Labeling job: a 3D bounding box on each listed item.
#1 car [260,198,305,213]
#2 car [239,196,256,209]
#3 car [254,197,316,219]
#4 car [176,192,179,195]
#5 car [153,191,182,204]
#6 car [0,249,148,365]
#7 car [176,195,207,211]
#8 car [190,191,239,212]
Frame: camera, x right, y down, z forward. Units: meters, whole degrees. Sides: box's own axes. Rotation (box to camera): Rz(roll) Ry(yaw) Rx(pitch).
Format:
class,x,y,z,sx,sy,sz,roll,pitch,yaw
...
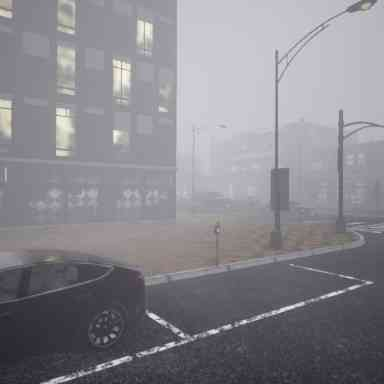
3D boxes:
class,x,y,z,sx,sy,sz,roll,pitch,yaw
car,9.252,1.340,34.222,1.802,1.307,4.206,1,0,-36
car,5.966,1.130,38.690,1.967,1.590,4.097,1,0,-36
car,7.598,1.318,26.690,1.812,1.442,4.674,0,1,-36
car,-0.611,1.101,47.622,2.008,1.369,4.403,1,0,-36
car,-3.893,0.793,52.088,2.192,1.841,5.009,1,0,-36
car,-2.707,1.566,4.623,4.313,1.339,1.947,0,0,-36
car,-0.785,1.231,33.721,1.802,1.307,4.206,1,0,-36
car,1.843,0.894,34.512,2.150,2.045,5.566,0,1,-36
